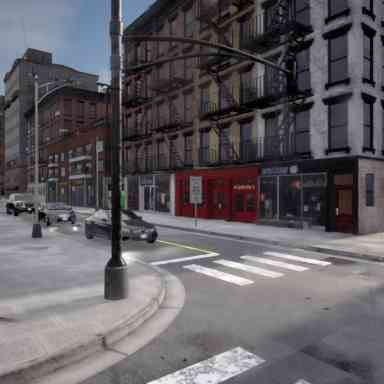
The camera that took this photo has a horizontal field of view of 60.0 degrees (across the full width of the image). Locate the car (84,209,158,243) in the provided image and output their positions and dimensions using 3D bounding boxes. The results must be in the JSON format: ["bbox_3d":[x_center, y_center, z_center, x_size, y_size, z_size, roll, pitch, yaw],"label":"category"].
[{"bbox_3d":[-3.408,1.508,15.225,1.812,1.442,4.674,0,0,-39],"label":"car"}]

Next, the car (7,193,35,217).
[{"bbox_3d":[-16.029,1.168,31.607,2.150,2.045,5.566,0,0,-37],"label":"car"}]

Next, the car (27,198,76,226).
[{"bbox_3d":[-9.676,1.457,23.342,2.128,1.511,4.902,0,0,-38],"label":"car"}]
